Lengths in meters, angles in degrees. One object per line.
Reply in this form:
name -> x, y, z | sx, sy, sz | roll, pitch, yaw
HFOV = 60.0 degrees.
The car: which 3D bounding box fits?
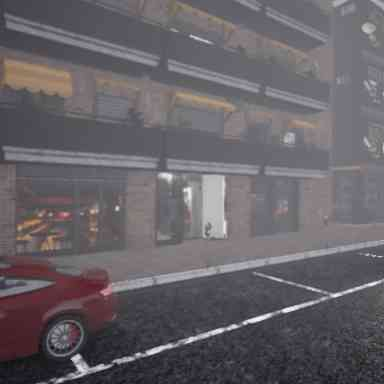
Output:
car -> -3.073, 1.574, 4.376 | 4.206, 1.307, 1.802 | 0, 0, -35
